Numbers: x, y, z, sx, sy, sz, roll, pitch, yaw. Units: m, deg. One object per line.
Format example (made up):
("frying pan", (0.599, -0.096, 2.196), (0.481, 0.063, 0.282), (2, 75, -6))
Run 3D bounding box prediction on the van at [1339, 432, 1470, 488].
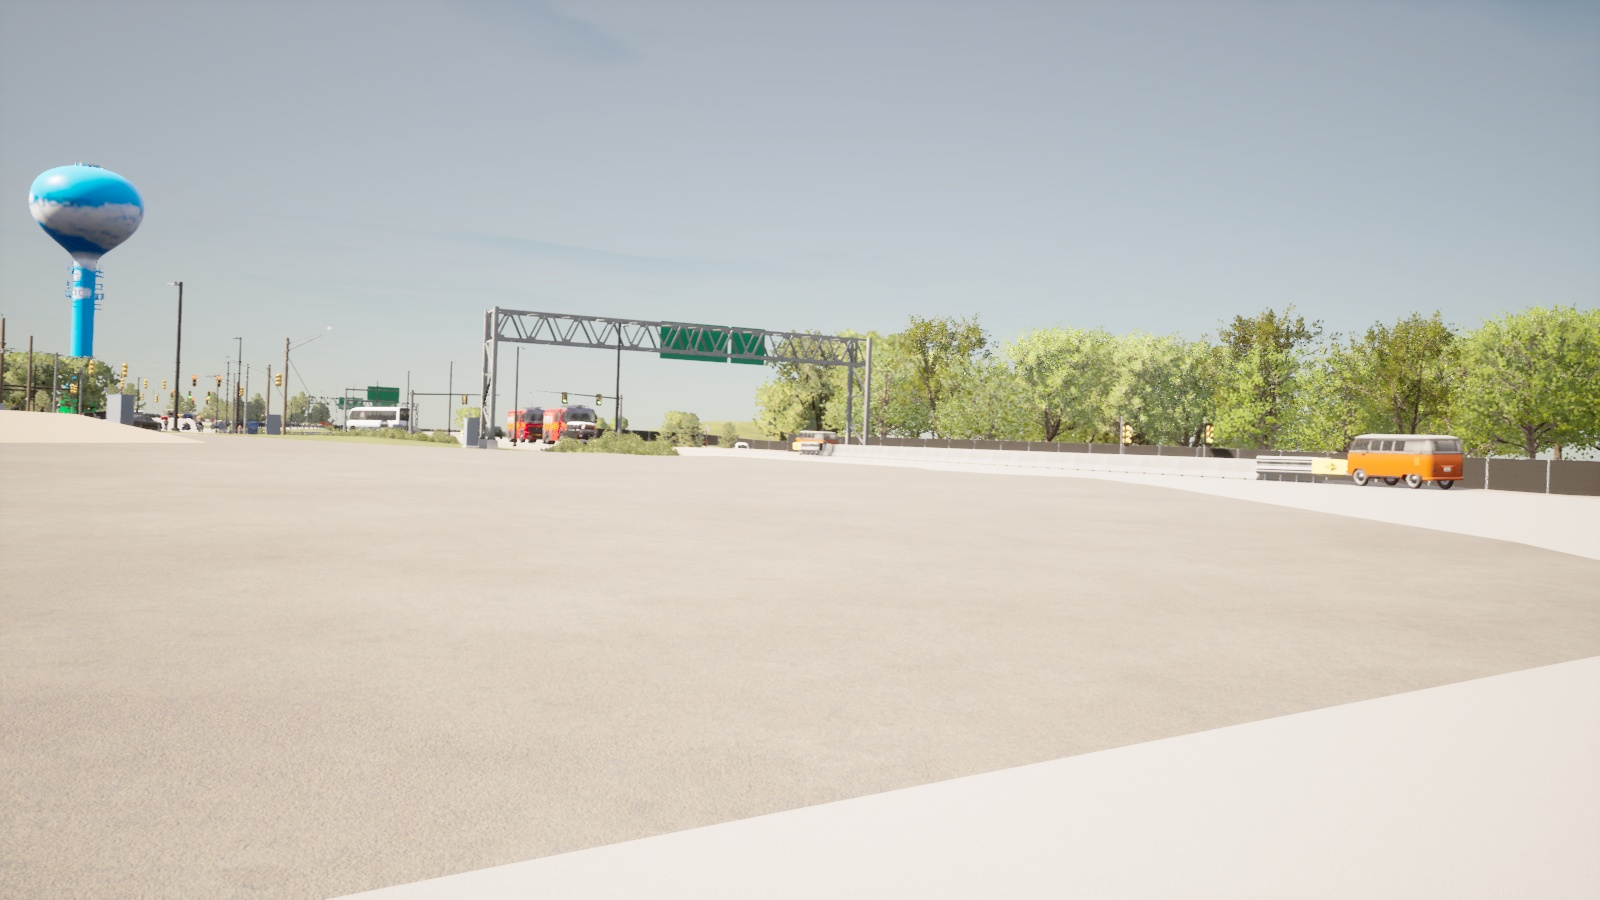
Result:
("van", (22.460, 0.315, 46.831), (1.775, 1.987, 4.442), (0, 1, -19))
